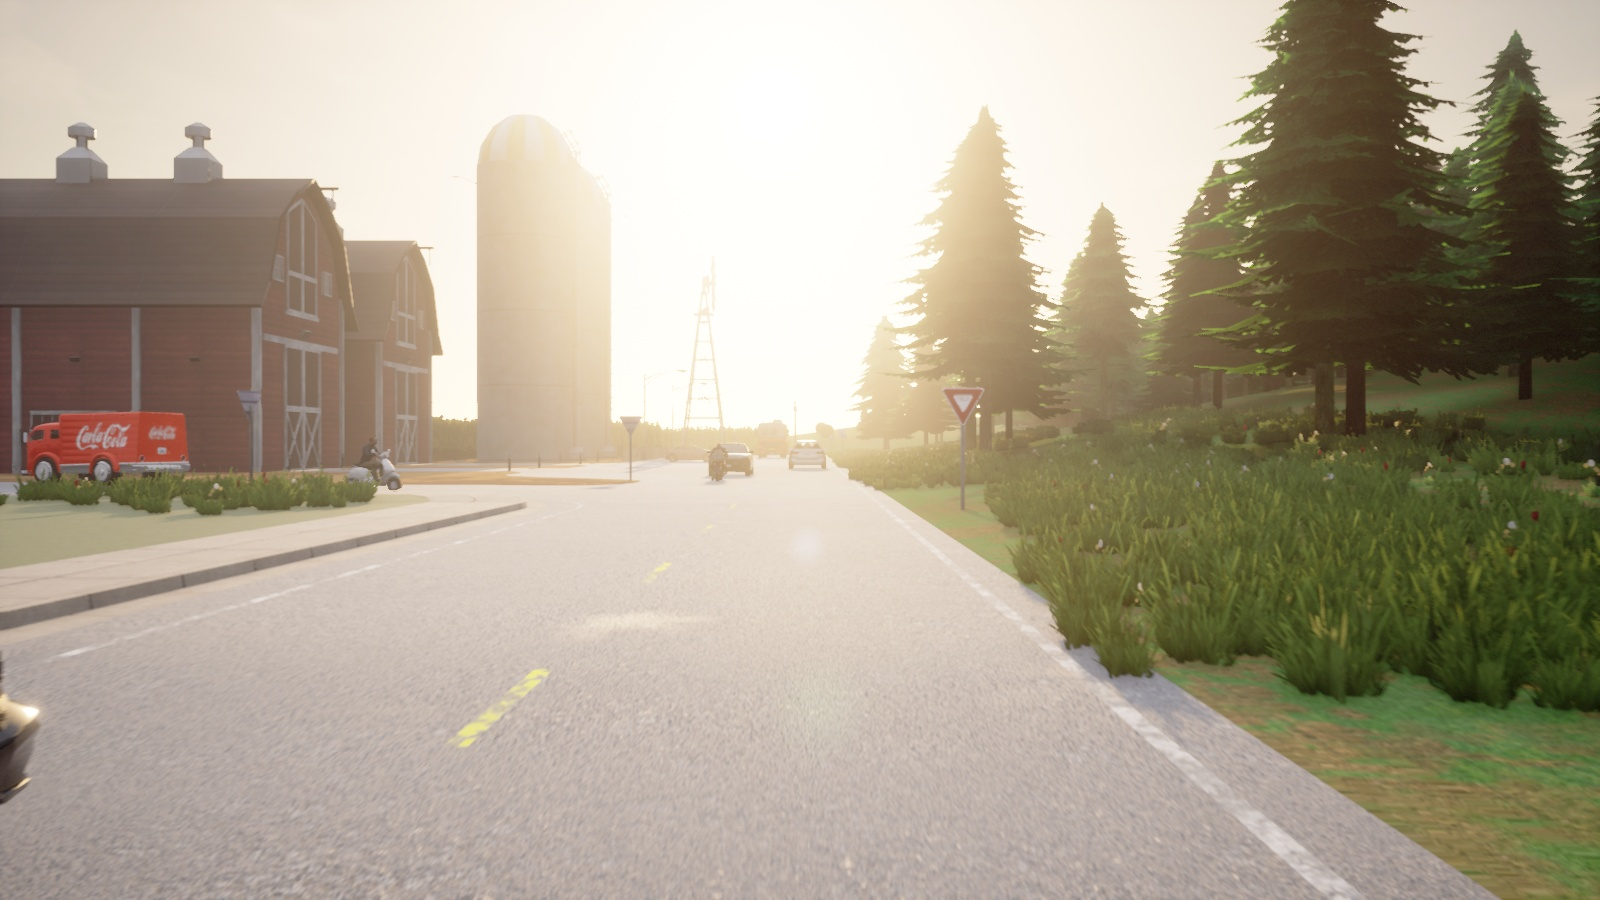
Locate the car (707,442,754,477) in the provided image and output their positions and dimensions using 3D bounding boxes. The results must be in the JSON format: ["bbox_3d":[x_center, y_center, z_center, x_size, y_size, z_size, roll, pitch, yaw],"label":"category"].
[{"bbox_3d":[-3.156,0.396,57.746,1.882,1.535,5.008,0,1,0],"label":"car"}]

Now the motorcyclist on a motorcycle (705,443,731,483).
[{"bbox_3d":[-3.205,0.500,49.495,0.866,1.530,2.191,0,0,0],"label":"motorcyclist on a motorcycle"}]

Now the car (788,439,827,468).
[{"bbox_3d":[0.435,0.176,73.705,2.242,1.667,4.611,0,0,0],"label":"car"}]

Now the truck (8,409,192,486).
[{"bbox_3d":[-24.093,-0.069,43.302,5.204,2.467,2.627,-1,0,16],"label":"truck"}]

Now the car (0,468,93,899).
[{"bbox_3d":[-3.475,0.782,1.661,2.033,1.411,5.357,0,0,0],"label":"car"}]

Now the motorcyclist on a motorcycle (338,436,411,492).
[{"bbox_3d":[-12.243,0.397,36.146,1.817,1.590,0.866,0,0,17],"label":"motorcyclist on a motorcycle"}]
